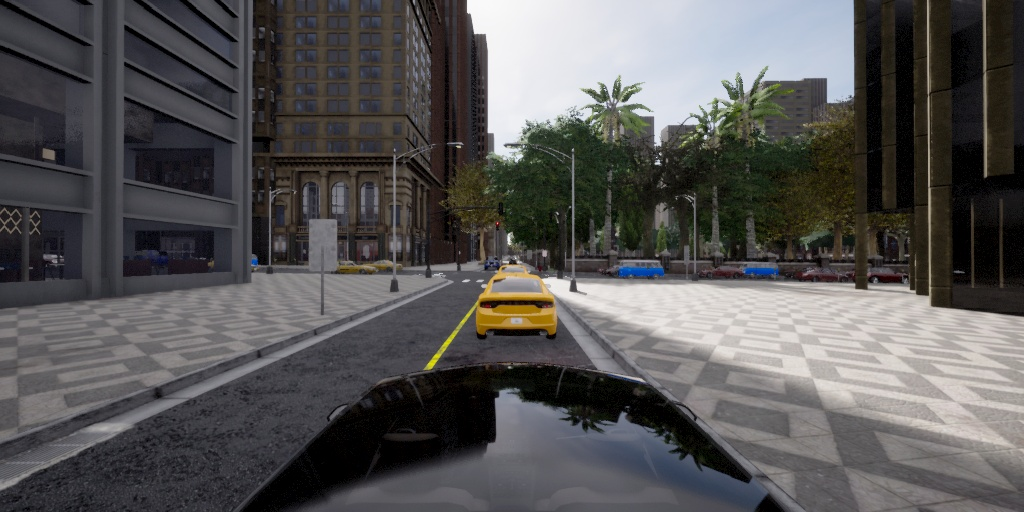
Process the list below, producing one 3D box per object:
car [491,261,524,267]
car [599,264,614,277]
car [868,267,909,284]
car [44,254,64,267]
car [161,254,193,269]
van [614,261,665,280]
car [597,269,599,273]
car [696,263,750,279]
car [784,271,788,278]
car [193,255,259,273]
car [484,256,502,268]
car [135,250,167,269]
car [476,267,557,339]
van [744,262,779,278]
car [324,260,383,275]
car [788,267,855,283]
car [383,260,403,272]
[{"bbox_3d":[0.043,1.235,20.177,1.882,1.535,5.008,0,0,0],"label":"car"},{"bbox_3d":[12.644,1.567,39.025,5.357,1.411,2.033,1,0,0],"label":"car"},{"bbox_3d":[34.037,1.778,33.027,4.097,1.591,1.967,0,0,0],"label":"car"},{"bbox_3d":[-43.496,0.509,33.511,4.097,1.591,1.967,0,0,0],"label":"car"},{"bbox_3d":[-37.780,0.775,42.001,4.313,1.339,1.948,0,0,0],"label":"car"},{"bbox_3d":[11.943,1.315,33.165,3.998,1.789,1.690,0,0,0],"label":"van"},{"bbox_3d":[11.985,1.605,41.690,4.207,1.307,1.802,0,0,0],"label":"car"},{"bbox_3d":[22.603,1.709,38.963,4.674,1.442,1.812,1,0,0],"label":"car"},{"bbox_3d":[33.047,1.903,38.889,5.357,1.411,2.033,1,0,1],"label":"car"},{"bbox_3d":[-26.314,0.868,33.404,4.829,1.417,1.751,0,0,0],"label":"car"},{"bbox_3d":[-2.973,1.036,54.571,2.150,2.045,5.566,0,0,0],"label":"car"},{"bbox_3d":[-40.898,0.366,39.363,5.566,2.045,2.150,1,0,0],"label":"car"},{"bbox_3d":[0.112,1.230,10.116,1.882,1.535,5.008,0,0,0],"label":"car"},{"bbox_3d":[28.555,1.637,41.587,3.998,1.789,1.690,0,0,0],"label":"van"},{"bbox_3d":[-14.974,1.053,33.333,4.829,1.417,1.751,0,0,0],"label":"car"},{"bbox_3d":[28.513,1.830,33.061,4.207,1.307,1.802,0,0,0],"label":"car"},{"bbox_3d":[-15.270,1.102,41.860,4.829,1.417,1.751,0,0,0],"label":"car"}]
